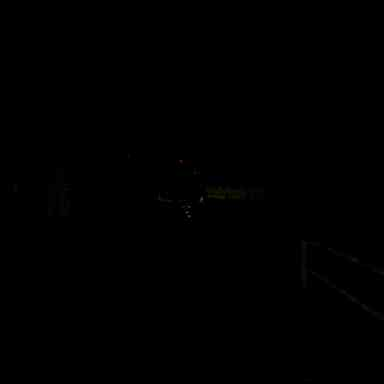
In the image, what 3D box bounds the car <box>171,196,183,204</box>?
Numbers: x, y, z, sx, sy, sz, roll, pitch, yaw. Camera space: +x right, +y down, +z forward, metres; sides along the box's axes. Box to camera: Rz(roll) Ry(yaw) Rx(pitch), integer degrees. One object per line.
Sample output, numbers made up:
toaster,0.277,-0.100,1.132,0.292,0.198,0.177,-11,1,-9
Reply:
car,-2.707,1.454,61.283,1.882,1.535,5.008,0,2,0
